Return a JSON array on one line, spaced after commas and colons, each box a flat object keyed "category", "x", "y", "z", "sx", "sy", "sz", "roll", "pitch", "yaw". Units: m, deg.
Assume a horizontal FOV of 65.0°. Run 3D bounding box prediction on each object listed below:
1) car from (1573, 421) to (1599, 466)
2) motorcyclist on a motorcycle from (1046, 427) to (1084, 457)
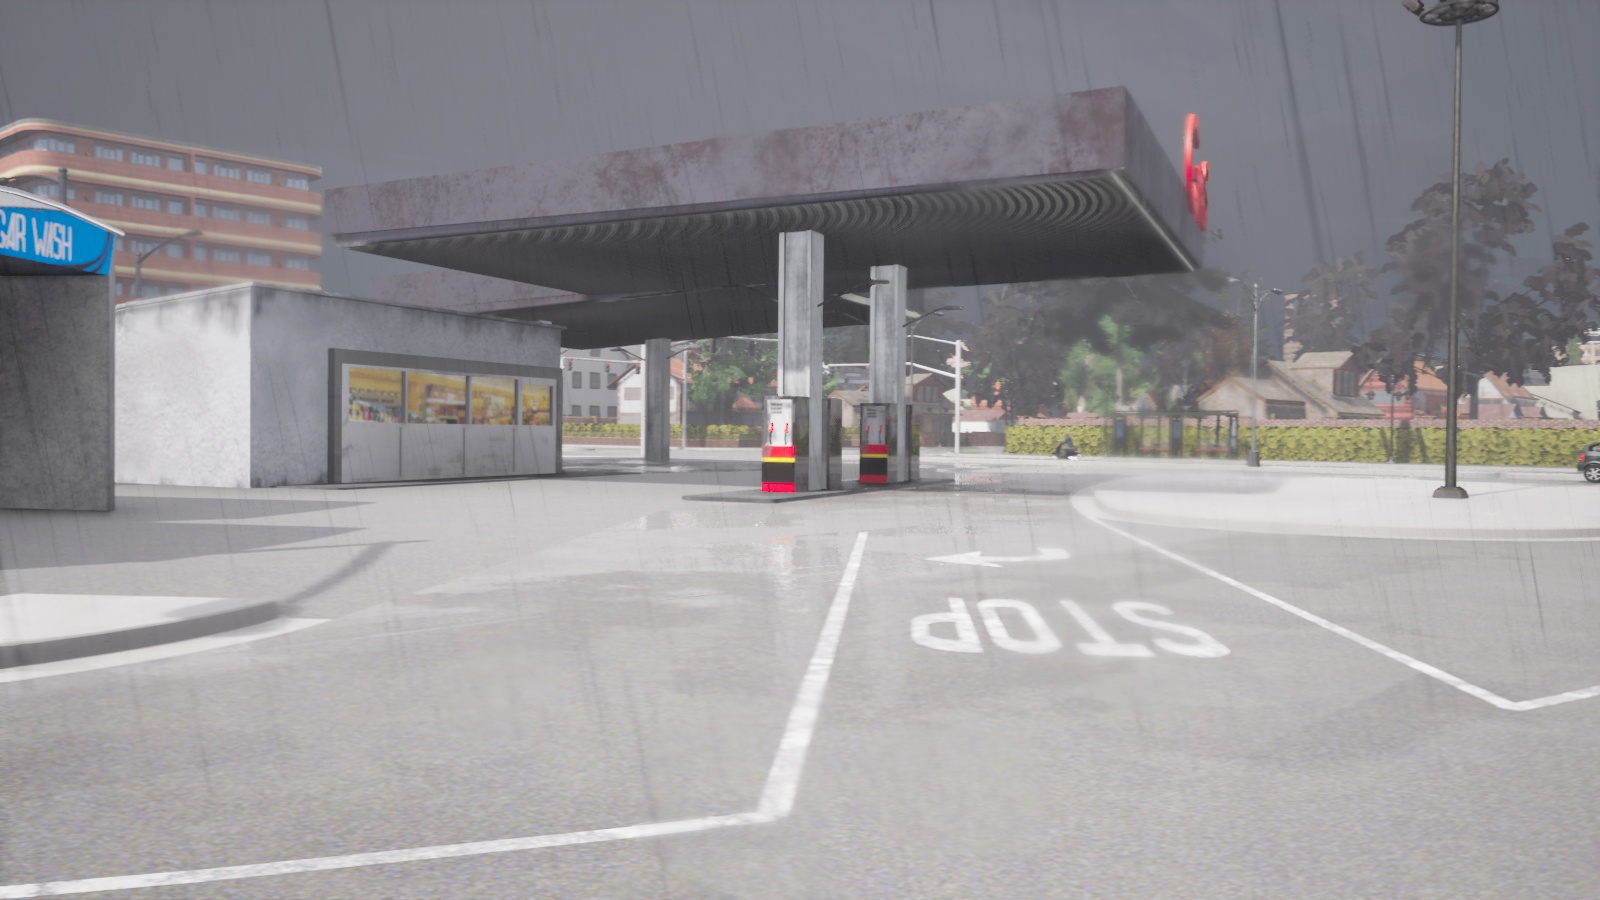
[{"category": "car", "x": 29.356, "y": -0.223, "z": 43.924, "sx": 3.705, "sy": 1.549, "sz": 1.789, "roll": 1, "pitch": 2, "yaw": 41}, {"category": "motorcyclist on a motorcycle", "x": 14.300, "y": -0.434, "z": 67.821, "sx": 1.817, "sy": 1.590, "sz": 0.866, "roll": 0, "pitch": 1, "yaw": 41}]
